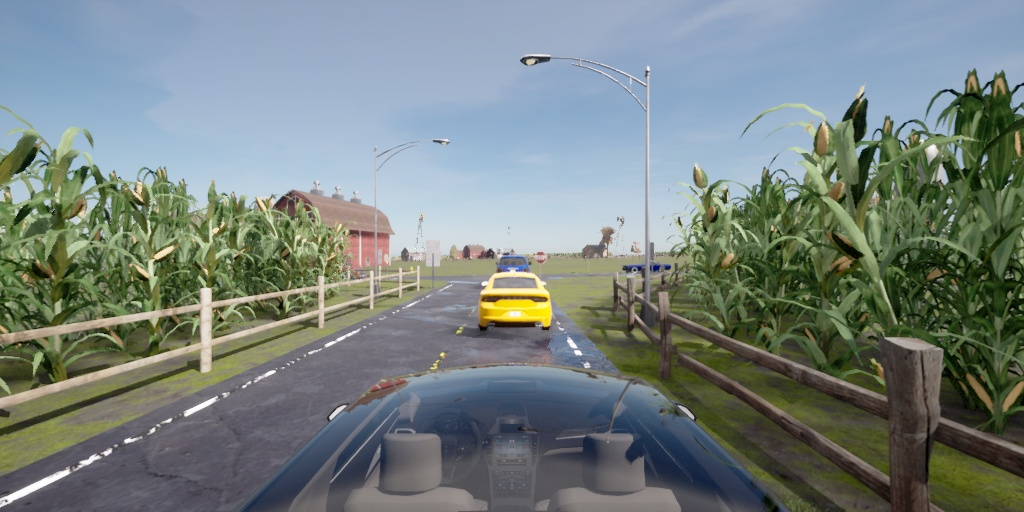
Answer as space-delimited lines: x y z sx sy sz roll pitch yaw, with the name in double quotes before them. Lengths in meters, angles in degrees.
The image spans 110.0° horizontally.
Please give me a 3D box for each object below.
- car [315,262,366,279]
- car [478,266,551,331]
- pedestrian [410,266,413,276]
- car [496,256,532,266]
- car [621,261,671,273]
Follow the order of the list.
"car" -16.644 1.365 34.899 4.553 1.767 2.097 -1 -1 6
"car" 0.069 1.235 11.034 1.882 1.535 5.008 0 0 0
"pedestrian" -11.292 1.646 40.386 0.500 1.100 0.500 0 0 4
"car" 0.116 0.989 23.737 2.150 2.045 5.566 0 0 1
"car" 13.951 1.131 37.490 4.718 1.301 1.895 -1 0 -4
